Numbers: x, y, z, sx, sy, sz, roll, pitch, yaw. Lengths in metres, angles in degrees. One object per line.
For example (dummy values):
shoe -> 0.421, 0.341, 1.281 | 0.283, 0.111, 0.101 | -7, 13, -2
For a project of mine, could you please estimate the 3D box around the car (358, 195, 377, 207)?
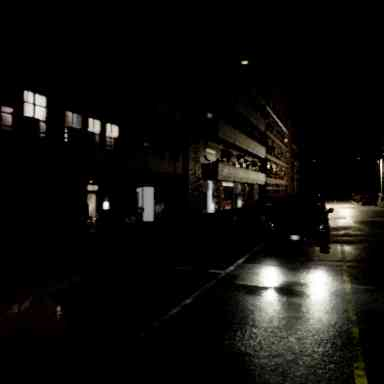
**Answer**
car -> 24.588, 1.247, 46.168 | 1.752, 1.417, 4.829 | 0, 0, 23

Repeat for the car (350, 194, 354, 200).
car -> 37.796, 1.079, 77.114 | 2.008, 1.369, 4.403 | 0, 1, 23

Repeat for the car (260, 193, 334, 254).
car -> 4.530, 1.134, 13.670 | 2.150, 2.045, 5.566 | 0, 1, 23

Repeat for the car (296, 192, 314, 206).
car -> 16.816, 1.012, 49.304 | 2.192, 1.841, 5.009 | 0, 0, 23

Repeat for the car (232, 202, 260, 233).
car -> 3.540, 1.327, 18.202 | 1.967, 1.590, 4.097 | 0, 0, 23

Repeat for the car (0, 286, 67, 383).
car -> -3.165, 1.506, 2.493 | 1.752, 1.417, 4.829 | 0, 0, 23

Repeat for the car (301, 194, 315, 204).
car -> 19.027, 1.105, 54.488 | 1.967, 1.590, 4.097 | 0, 1, 23

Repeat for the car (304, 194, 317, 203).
car -> 21.240, 1.177, 59.673 | 1.887, 1.381, 4.507 | 0, 1, 23

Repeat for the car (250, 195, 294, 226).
car -> 5.753, 1.171, 23.385 | 2.192, 1.841, 5.009 | 0, 0, 23

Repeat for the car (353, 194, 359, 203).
car -> 28.946, 1.203, 56.380 | 1.887, 1.381, 4.507 | 0, 1, 23
